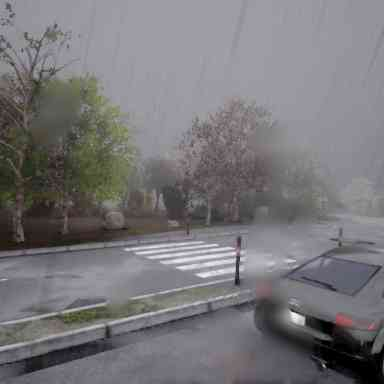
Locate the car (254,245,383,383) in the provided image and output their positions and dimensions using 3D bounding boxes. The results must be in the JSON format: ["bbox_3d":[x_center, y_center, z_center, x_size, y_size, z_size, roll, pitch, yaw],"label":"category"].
[{"bbox_3d":[3.020,1.577,5.284,4.181,1.385,1.994,0,0,-31],"label":"car"}]
